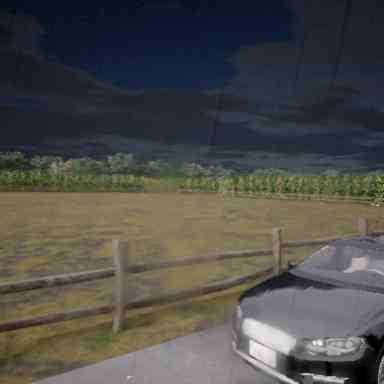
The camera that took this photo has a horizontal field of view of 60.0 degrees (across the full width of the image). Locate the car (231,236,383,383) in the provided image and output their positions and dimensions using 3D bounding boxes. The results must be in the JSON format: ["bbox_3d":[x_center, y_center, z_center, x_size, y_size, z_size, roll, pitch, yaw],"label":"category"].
[{"bbox_3d":[2.760,1.492,5.040,4.902,1.511,2.128,0,0,-35],"label":"car"}]
